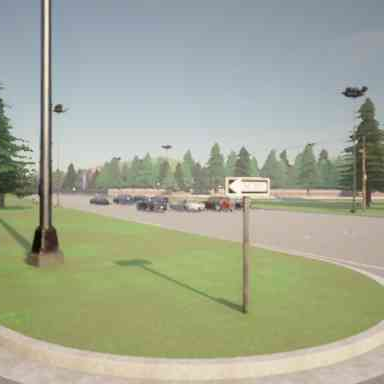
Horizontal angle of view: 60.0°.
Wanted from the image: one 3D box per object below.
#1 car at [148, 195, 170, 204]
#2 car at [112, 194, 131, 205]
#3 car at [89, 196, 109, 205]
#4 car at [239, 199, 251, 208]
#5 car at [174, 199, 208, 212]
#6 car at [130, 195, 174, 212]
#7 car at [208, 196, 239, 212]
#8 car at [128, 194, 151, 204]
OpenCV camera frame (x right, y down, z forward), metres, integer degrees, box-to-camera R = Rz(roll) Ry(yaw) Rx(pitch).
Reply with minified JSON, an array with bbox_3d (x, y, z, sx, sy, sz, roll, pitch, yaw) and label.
[{"bbox_3d":[-5.657,1.222,56.670,1.812,1.442,4.674,0,0,-33],"label":"car"},{"bbox_3d":[-10.729,1.048,51.629,2.097,1.767,4.553,0,0,-33],"label":"car"},{"bbox_3d":[-14.150,1.248,50.488,1.994,1.385,4.181,0,0,-33],"label":"car"},{"bbox_3d":[4.892,1.430,40.147,1.895,1.301,4.718,0,0,-33],"label":"car"},{"bbox_3d":[-0.717,1.423,35.924,1.895,1.301,4.718,0,0,-33],"label":"car"},{"bbox_3d":[-4.327,1.300,35.076,2.128,1.511,4.902,0,0,-33],"label":"car"},{"bbox_3d":[2.680,1.185,37.107,2.097,1.767,4.553,0,0,-33],"label":"car"},{"bbox_3d":[-8.822,1.166,55.150,1.882,1.535,5.008,0,0,-33],"label":"car"}]
